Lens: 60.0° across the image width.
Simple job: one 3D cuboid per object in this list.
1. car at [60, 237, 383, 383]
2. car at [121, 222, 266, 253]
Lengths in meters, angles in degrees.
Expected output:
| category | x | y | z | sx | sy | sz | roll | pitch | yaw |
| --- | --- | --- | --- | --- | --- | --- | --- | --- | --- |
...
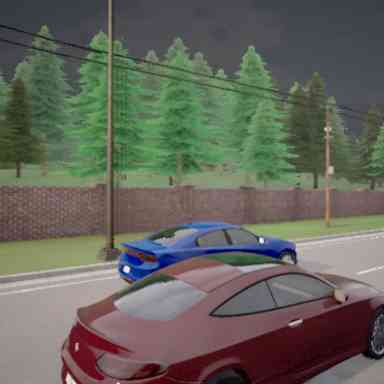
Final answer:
| category | x | y | z | sx | sy | sz | roll | pitch | yaw |
| --- | --- | --- | --- | --- | --- | --- | --- | --- | --- |
| car | 0.792 | 1.541 | 4.329 | 4.674 | 1.442 | 1.812 | 0 | 0 | -36 |
| car | 0.626 | 1.504 | 8.493 | 5.008 | 1.535 | 1.882 | 0 | 0 | -36 |
